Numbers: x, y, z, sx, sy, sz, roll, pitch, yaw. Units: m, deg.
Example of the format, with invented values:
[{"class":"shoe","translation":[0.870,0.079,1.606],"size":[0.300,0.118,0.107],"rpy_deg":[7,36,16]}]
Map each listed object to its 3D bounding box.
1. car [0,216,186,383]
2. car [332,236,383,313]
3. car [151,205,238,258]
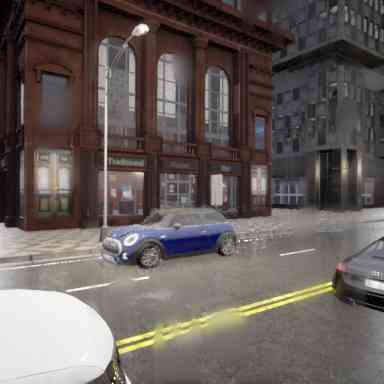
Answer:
[{"class":"car","translation":[-2.943,1.221,1.336],"size":[5.566,2.045,2.150],"rpy_deg":[0,0,-36]},{"class":"car","translation":[4.792,1.561,6.878],"size":[4.181,1.385,1.994],"rpy_deg":[0,0,-35]},{"class":"car","translation":[-0.663,1.350,11.207],"size":[4.553,1.767,2.097],"rpy_deg":[0,0,-36]}]
